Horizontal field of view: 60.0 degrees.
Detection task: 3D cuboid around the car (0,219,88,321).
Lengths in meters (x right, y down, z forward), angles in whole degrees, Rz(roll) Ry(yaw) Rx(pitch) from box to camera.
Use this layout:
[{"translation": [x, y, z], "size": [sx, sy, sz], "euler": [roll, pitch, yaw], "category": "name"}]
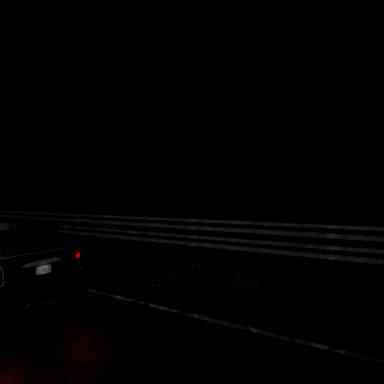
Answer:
[{"translation": [-4.317, 1.394, 6.999], "size": [4.553, 1.767, 2.097], "euler": [-1, 0, 35], "category": "car"}]
